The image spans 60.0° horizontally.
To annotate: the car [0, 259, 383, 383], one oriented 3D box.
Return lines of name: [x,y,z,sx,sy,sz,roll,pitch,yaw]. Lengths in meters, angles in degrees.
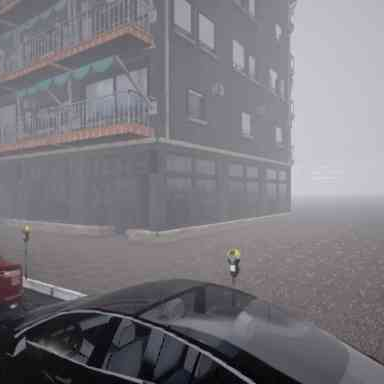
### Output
car: [-0.486,1.566,3.216,4.313,1.339,1.947,0,0,35]

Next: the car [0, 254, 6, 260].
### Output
car: [-5.081,1.545,6.480,4.507,1.381,1.887,0,0,35]
